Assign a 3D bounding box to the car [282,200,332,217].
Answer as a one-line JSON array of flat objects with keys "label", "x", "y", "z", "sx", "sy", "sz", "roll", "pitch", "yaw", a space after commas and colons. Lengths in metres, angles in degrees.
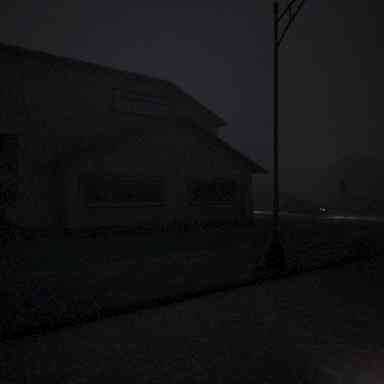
[{"label": "car", "x": 10.903, "y": 1.506, "z": 31.735, "sx": 1.837, "sy": 1.490, "sz": 4.892, "roll": 0, "pitch": 0, "yaw": -35}]
